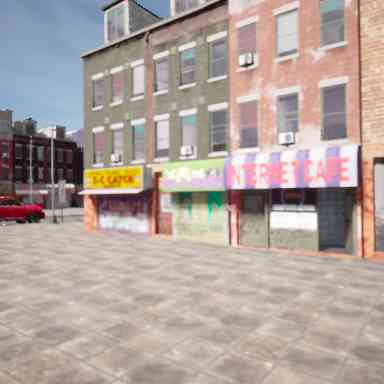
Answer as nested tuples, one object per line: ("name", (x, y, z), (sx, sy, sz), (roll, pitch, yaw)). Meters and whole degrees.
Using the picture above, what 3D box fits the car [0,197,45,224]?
("car", (-13.097, 1.338, 22.932), (2.150, 2.045, 5.566), (-1, 0, 36))
